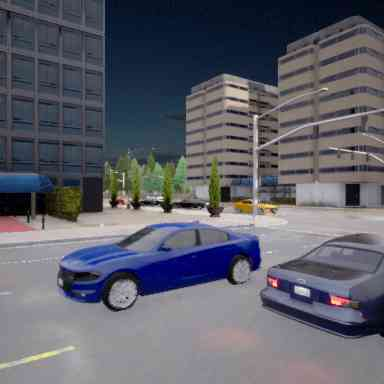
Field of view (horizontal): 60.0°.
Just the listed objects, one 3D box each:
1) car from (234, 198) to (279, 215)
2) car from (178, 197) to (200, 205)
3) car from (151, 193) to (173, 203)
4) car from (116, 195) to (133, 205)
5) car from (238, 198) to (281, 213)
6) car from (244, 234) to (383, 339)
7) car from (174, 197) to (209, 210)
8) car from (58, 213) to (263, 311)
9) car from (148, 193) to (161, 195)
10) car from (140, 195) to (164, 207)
[{"bbox_3d":[6.332,1.478,33.200,1.882,1.535,5.008,0,0,-34],"label":"car"},{"bbox_3d":[-0.622,1.564,61.867,1.994,1.385,4.181,0,0,-34],"label":"car"},{"bbox_3d":[-6.341,1.223,69.995,2.150,2.045,5.566,0,0,-35],"label":"car"},{"bbox_3d":[-12.002,1.352,59.555,2.097,1.767,4.553,0,0,-35],"label":"car"},{"bbox_3d":[7.554,1.506,37.667,1.837,1.490,4.892,0,0,-35],"label":"car"},{"bbox_3d":[3.719,1.547,6.473,5.357,1.411,2.033,0,0,-35],"label":"car"},{"bbox_3d":[-0.311,1.601,42.786,1.895,1.301,4.718,0,0,-35],"label":"car"},{"bbox_3d":[-0.521,1.477,7.926,5.008,1.535,1.882,0,0,-36],"label":"car"},{"bbox_3d":[-5.810,1.221,56.767,2.150,2.045,5.566,0,0,-34],"label":"car"},{"bbox_3d":[-6.165,1.601,51.152,1.895,1.301,4.718,0,0,-35],"label":"car"}]
